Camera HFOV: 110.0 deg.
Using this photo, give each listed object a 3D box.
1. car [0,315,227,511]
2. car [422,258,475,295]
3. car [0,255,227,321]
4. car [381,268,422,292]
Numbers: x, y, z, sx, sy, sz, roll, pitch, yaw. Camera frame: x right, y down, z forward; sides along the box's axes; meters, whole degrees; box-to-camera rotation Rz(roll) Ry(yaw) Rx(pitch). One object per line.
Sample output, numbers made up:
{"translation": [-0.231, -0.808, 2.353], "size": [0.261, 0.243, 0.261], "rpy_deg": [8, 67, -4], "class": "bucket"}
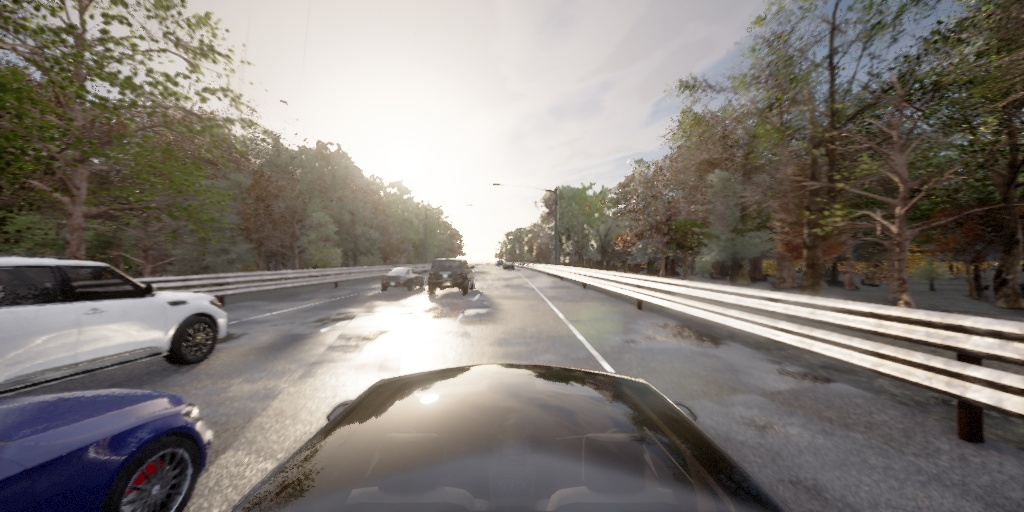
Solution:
{"translation": [-3.408, 1.273, 1.010], "size": [1.812, 1.442, 4.674], "rpy_deg": [0, -1, 0], "class": "car"}
{"translation": [-3.525, 1.161, 21.450], "size": [2.150, 2.045, 5.566], "rpy_deg": [0, -1, -1], "class": "car"}
{"translation": [-6.966, 1.009, 4.998], "size": [2.150, 2.045, 5.566], "rpy_deg": [0, -1, 0], "class": "car"}
{"translation": [-7.054, 1.488, 23.419], "size": [1.812, 1.442, 4.674], "rpy_deg": [0, -1, -1], "class": "car"}
